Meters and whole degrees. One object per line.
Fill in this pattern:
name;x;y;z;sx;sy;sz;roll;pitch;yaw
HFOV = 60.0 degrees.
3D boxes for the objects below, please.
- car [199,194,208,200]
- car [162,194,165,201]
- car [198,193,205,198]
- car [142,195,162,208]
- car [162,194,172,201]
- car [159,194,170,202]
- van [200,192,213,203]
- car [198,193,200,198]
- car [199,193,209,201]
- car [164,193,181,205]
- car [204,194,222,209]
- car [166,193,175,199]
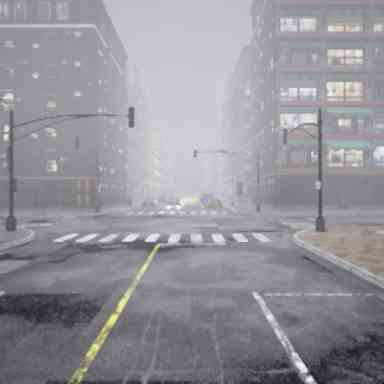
car;2.596;1.074;76.794;2.008;1.369;4.403;1;0;0
car;-5.289;1.201;59.770;1.802;1.307;4.206;1;0;0
car;2.601;0.979;93.762;1.887;1.381;4.507;1;0;0
car;-5.423;1.270;42.797;2.008;1.369;4.403;1;0;0
car;-5.286;1.137;71.086;1.802;1.307;4.206;1;0;0
car;-5.287;1.113;65.258;1.752;1.417;4.829;1;0;0
van;2.624;0.992;54.171;1.690;1.788;3.998;1;0;0
car;2.594;0.934;59.824;2.192;1.841;5.009;1;0;0
car;2.596;0.994;71.137;1.967;1.590;4.097;1;0;0
car;-2.735;1.274;50.407;1.895;1.301;4.718;0;0;0
car;2.716;1.259;40.339;1.752;1.417;4.829;1;0;0
car;-5.283;1.044;82.401;2.008;1.369;4.403;1;0;0
